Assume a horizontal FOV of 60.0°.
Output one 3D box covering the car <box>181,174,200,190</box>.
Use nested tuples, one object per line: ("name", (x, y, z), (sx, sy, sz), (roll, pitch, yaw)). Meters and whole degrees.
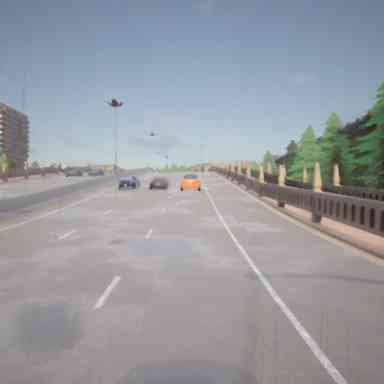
("car", (-0.162, -1.221, 36.715), (2.097, 1.767, 4.553), (0, 6, 0))

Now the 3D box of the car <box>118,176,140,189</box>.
("car", (-7.158, -1.151, 38.072), (1.812, 1.442, 4.674), (0, 6, 0))

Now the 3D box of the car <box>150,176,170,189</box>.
("car", (-3.658, -1.107, 37.857), (1.994, 1.385, 4.181), (0, 6, 0))

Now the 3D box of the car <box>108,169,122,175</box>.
("car", (-14.387, -3.624, 62.203), (1.812, 1.442, 4.674), (0, 6, 0))

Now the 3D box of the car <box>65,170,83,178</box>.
("car", (-21.371, -3.355, 60.306), (1.994, 1.385, 4.181), (0, 6, 0))

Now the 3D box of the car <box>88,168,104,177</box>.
("car", (-17.883, -3.652, 62.179), (1.882, 1.535, 5.008), (0, 6, 0))
